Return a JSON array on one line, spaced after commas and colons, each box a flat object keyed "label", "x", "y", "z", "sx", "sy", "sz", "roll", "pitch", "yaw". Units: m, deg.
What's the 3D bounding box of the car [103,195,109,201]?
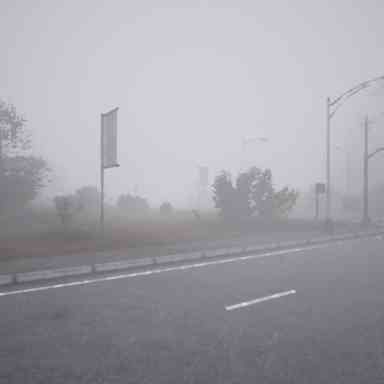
[{"label": "car", "x": -24.792, "y": 1.369, "z": 87.981, "sx": 2.150, "sy": 2.045, "sz": 5.566, "roll": 0, "pitch": 0, "yaw": -36}]

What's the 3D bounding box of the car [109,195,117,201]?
[{"label": "car", "x": -22.199, "y": 1.516, "z": 90.363, "sx": 2.097, "sy": 1.767, "sz": 4.553, "roll": 0, "pitch": 0, "yaw": -36}]
